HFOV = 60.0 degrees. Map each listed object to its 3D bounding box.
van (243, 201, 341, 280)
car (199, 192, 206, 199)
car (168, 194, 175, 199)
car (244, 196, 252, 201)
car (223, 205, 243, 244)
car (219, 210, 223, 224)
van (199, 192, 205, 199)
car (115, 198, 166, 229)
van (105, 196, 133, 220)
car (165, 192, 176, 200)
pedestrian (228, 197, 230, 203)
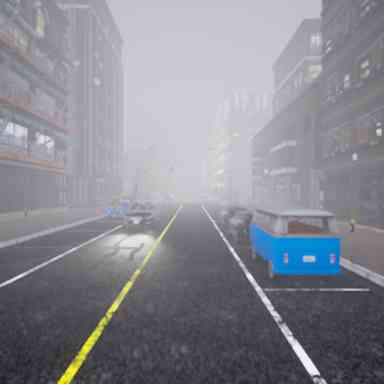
[{"bbox_3d":[2.700,1.295,9.510,1.690,1.788,3.998,0,0,0],"label":"van"},{"bbox_3d":[2.721,1.211,87.176,1.887,1.381,4.507,0,0,0],"label":"car"},{"bbox_3d":[-5.657,1.176,92.639,1.752,1.417,4.829,0,0,0],"label":"car"},{"bbox_3d":[13.489,1.318,69.220,5.009,1.841,2.192,1,-1,-1],"label":"car"},{"bbox_3d":[2.701,1.493,15.173,1.947,1.339,4.313,0,0,0],"label":"car"},{"bbox_3d":[2.702,1.468,20.836,1.947,1.339,4.313,0,0,0],"label":"car"},{"bbox_3d":[2.724,0.992,92.806,1.690,1.788,3.998,0,0,0],"label":"van"},{"bbox_3d":[-3.093,1.392,20.920,2.128,1.511,4.902,0,0,0],"label":"car"},{"bbox_3d":[-5.676,1.217,26.497,1.690,1.788,3.998,0,0,0],"label":"van"},{"bbox_3d":[-5.661,1.247,81.548,1.947,1.339,4.313,0,0,0],"label":"car"},{"bbox_3d":[6.154,0.811,55.215,0.375,1.860,0.375,0,0,0],"label":"pedestrian"}]
